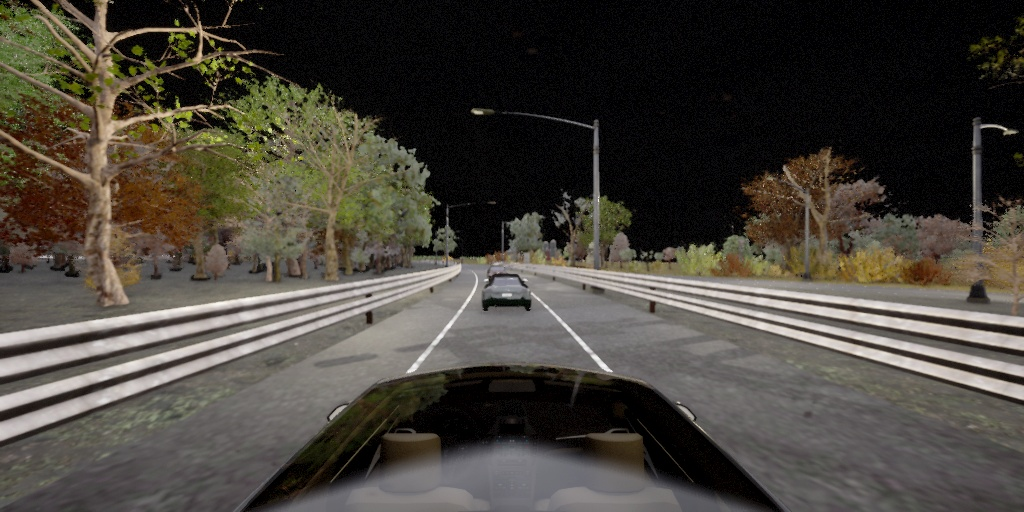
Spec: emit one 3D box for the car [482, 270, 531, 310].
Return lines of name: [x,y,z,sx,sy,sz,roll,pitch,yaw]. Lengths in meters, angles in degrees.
car: [-0.265,1.467,15.573,1.994,1.385,4.181,0,-1,-2]

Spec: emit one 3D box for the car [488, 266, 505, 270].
car: [-1.483,1.638,33.959,2.033,1.411,5.357,0,-1,-5]
